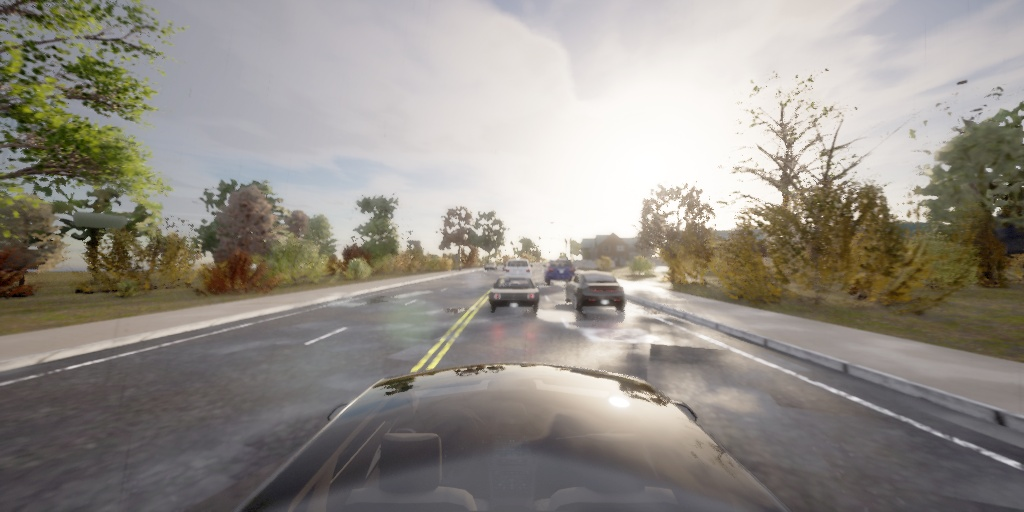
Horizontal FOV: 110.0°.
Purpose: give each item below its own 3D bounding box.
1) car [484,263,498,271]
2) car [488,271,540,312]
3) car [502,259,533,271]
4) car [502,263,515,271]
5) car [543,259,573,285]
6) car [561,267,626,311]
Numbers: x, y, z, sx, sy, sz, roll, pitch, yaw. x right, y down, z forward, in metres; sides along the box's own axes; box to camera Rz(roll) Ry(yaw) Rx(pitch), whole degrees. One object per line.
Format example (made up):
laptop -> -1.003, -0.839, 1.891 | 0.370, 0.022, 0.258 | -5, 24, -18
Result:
car -> -3.733, 1.961, 64.728 | 2.033, 1.411, 5.357 | 0, -1, 6
car -> 0.137, 1.500, 15.069 | 1.895, 1.301, 4.718 | 0, -1, 2
car -> 0.541, 1.275, 29.362 | 2.150, 2.045, 5.566 | 0, 0, 2
car -> -0.631, 1.913, 63.046 | 1.812, 1.442, 4.674 | 0, -1, 5
car -> 3.787, 1.270, 29.230 | 2.150, 2.045, 5.566 | 0, 0, 3
car -> 3.395, 1.406, 15.244 | 1.837, 1.490, 4.892 | 0, 0, 2
